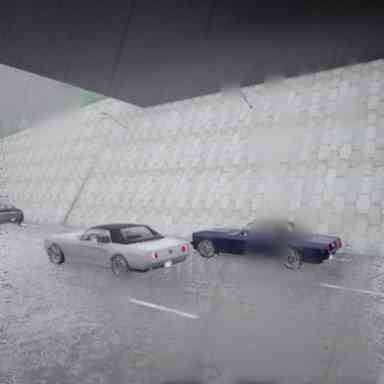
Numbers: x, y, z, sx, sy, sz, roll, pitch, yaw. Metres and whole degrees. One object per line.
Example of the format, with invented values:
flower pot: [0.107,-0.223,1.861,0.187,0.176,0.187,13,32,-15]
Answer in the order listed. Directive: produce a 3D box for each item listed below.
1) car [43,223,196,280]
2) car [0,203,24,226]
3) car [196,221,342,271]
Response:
car: [-2.429,1.602,10.030,4.718,1.301,1.895,0,0,36]
car: [-12.975,1.490,21.865,4.902,1.511,2.128,0,0,36]
car: [2.237,1.604,10.998,4.718,1.301,1.895,0,0,36]
